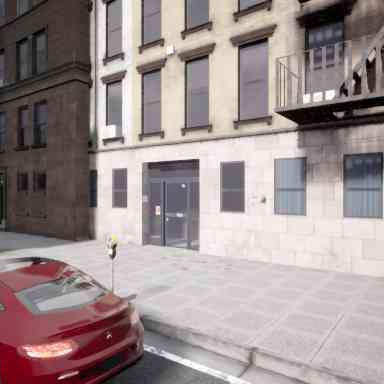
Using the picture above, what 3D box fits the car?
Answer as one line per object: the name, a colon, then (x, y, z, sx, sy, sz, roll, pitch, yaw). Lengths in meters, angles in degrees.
car: (-2.504, 1.582, 4.596, 4.206, 1.307, 1.802, 0, 0, 36)
